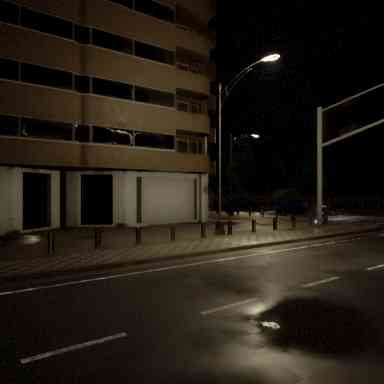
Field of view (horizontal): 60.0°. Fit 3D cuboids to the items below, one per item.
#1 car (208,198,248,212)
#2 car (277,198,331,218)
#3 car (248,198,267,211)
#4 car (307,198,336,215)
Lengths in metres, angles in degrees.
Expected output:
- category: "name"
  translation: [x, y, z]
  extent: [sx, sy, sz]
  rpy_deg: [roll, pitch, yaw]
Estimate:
- category: "car"
  translation: [3.738, 1.603, 39.612]
  extent: [2.033, 1.411, 5.357]
  rpy_deg: [0, 0, -36]
- category: "car"
  translation: [10.042, 1.581, 30.897]
  extent: [1.812, 1.442, 4.674]
  rpy_deg: [0, 0, -37]
- category: "car"
  translation: [6.982, 1.557, 41.098]
  extent: [1.837, 1.490, 4.892]
  rpy_deg: [0, 1, -36]
- category: "car"
  translation: [12.222, 1.407, 33.829]
  extent: [2.097, 1.767, 4.553]
  rpy_deg: [0, 0, -36]
